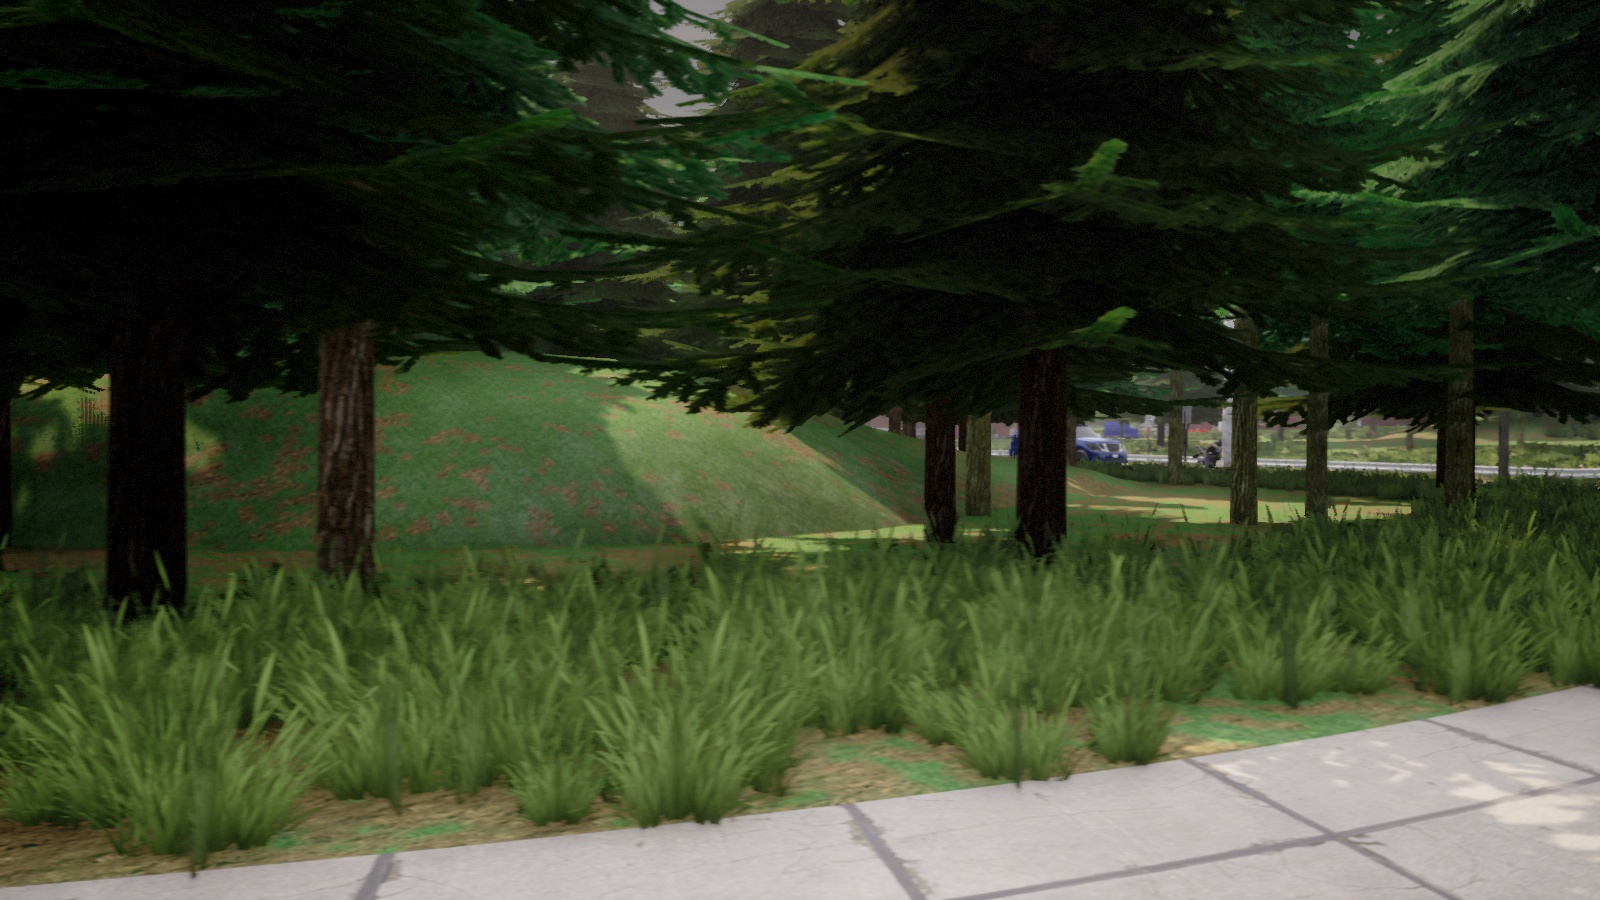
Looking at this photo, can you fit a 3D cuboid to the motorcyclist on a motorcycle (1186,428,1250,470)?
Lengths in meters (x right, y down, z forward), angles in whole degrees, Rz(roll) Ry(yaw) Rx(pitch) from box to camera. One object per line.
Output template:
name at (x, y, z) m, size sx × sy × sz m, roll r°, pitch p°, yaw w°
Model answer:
motorcyclist on a motorcycle at (15.706, -0.041, 47.224) m, size 0.866 × 1.530 × 2.191 m, roll -1°, pitch 1°, yaw -33°

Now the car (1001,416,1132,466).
car at (11.356, -0.406, 53.909) m, size 2.150 × 2.045 × 5.566 m, roll -1°, pitch 1°, yaw -34°
